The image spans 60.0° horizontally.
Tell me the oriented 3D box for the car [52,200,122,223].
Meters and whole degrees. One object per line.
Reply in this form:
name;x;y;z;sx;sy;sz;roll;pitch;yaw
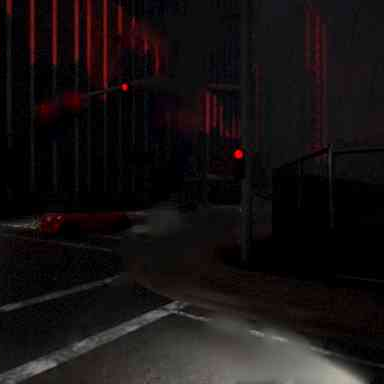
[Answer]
car;-8.007;1.430;25.832;1.882;1.535;5.008;0;0;36

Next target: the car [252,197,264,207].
car;9.100;1.430;49.711;1.882;1.535;5.008;0;0;36

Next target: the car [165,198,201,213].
car;-0.929;1.457;35.743;1.837;1.490;4.892;0;0;36

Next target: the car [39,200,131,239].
car;-5.385;1.305;17.350;2.097;1.767;4.553;0;0;40
